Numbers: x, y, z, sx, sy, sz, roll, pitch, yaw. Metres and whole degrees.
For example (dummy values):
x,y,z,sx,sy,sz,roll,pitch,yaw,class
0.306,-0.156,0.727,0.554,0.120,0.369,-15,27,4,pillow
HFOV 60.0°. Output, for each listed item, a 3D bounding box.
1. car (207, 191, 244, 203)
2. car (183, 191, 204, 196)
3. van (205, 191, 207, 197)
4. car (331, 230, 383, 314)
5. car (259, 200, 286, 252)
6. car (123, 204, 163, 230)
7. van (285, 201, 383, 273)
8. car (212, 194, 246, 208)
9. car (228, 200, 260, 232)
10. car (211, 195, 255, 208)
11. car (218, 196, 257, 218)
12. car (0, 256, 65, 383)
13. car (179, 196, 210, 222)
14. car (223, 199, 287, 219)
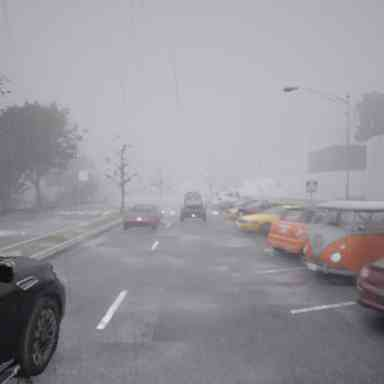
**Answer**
x,y,z,sx,sy,sz,roll,pitch,yaw,class
5.099,0.972,38.619,5.566,2.045,2.435,1,0,-20,car
0.098,0.936,42.594,2.150,2.045,5.566,0,0,0,car
4.964,0.945,53.474,4.442,1.987,1.878,1,0,-20,van
5.065,1.512,5.795,4.674,1.452,2.002,1,0,-20,car
5.042,1.310,11.754,4.553,1.767,2.185,1,0,-20,car
-2.900,1.430,20.336,1.994,1.385,4.181,0,1,0,car
4.965,1.232,8.726,4.442,1.987,1.878,1,1,-20,van
5.079,1.241,35.619,4.892,1.521,2.231,1,1,-20,car
4.896,1.379,17.664,5.366,1.575,1.946,1,1,-20,car
5.075,1.210,41.585,5.008,1.535,2.097,1,1,-20,car
4.897,1.322,23.630,5.366,1.575,1.946,1,1,-20,car
-2.886,1.216,2.373,2.150,2.045,5.566,0,0,0,car
0.100,1.328,24.883,1.837,1.490,4.892,0,0,0,car
5.065,1.342,26.679,4.674,1.452,2.002,1,0,-20,car
